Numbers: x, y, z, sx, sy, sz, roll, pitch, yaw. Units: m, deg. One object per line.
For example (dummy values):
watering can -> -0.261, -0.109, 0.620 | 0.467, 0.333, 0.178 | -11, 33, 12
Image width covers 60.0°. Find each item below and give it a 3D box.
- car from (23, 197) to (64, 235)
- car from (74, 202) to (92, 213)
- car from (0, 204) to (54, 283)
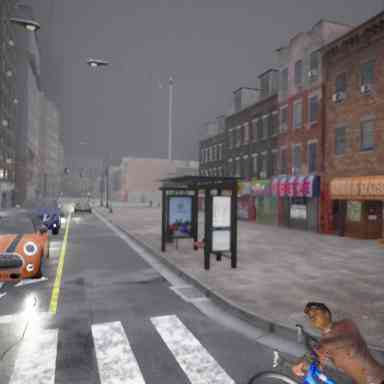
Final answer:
car -> -8.995, 1.341, 19.764 | 2.150, 2.045, 5.566 | 1, -1, -20
car -> -13.211, 1.858, 40.236 | 1.994, 1.385, 4.181 | 1, -1, -19
car -> -5.427, 1.410, 9.810 | 2.097, 1.767, 4.553 | 1, -1, -20
